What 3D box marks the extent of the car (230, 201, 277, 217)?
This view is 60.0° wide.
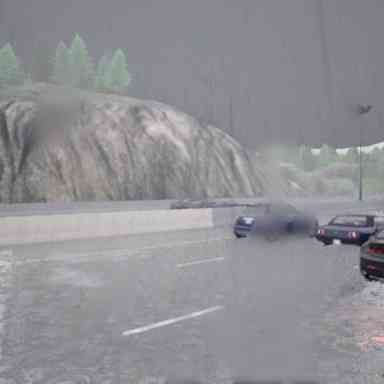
[{"bbox_3d":[5.897,1.558,31.504,4.718,1.301,1.895,0,0,-42],"label":"car"}]

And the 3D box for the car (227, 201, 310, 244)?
[{"bbox_3d":[4.140,1.326,15.957,4.553,1.767,2.097,0,0,-39],"label":"car"}]

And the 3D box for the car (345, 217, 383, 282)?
[{"bbox_3d":[6.119,1.475,8.557,4.892,1.490,1.837,0,0,-38],"label":"car"}]

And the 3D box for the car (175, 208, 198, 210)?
[{"bbox_3d":[1.135,1.522,36.636,5.357,1.411,2.033,0,0,-42],"label":"car"}]

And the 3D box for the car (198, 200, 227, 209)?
[{"bbox_3d":[3.241,1.568,33.826,4.718,1.301,1.895,0,0,-42],"label":"car"}]

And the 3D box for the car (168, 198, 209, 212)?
[{"bbox_3d":[-0.389,1.484,39.963,4.892,1.490,1.837,0,0,-42],"label":"car"}]

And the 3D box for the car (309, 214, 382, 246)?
[{"bbox_3d":[7.132,1.564,13.848,4.718,1.301,1.895,0,0,-40],"label":"car"}]
